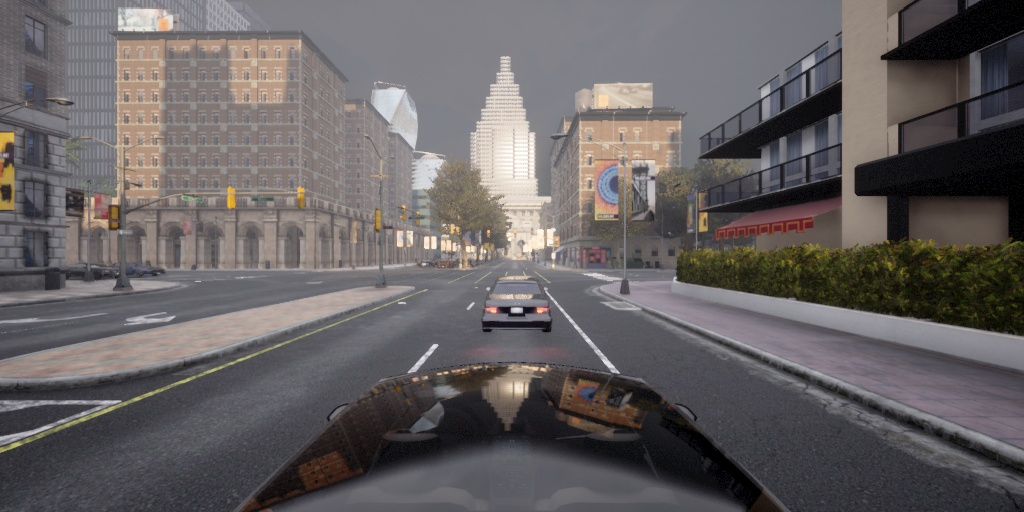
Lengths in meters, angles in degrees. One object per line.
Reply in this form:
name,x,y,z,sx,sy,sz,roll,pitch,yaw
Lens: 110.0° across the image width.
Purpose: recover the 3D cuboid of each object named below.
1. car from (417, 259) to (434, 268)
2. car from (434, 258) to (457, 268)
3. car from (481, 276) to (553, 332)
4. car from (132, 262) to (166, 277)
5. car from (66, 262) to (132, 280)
car,-14.506,1.241,61.595,2.128,1.511,4.902,0,0,1
car,-11.037,1.101,59.708,2.097,1.767,4.553,0,0,1
car,0.148,1.297,10.776,2.033,1.411,5.357,0,0,1
car,-36.753,1.297,34.611,5.357,1.411,2.033,0,0,0
car,-36.504,1.275,31.118,4.674,1.442,1.812,0,0,0
